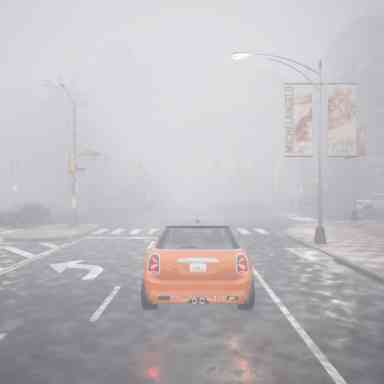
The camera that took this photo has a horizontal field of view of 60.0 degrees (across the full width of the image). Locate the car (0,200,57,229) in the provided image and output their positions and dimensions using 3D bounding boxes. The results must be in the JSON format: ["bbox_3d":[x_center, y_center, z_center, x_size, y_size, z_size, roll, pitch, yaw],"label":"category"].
[{"bbox_3d":[-11.355,1.477,21.989,1.882,1.535,5.008,-1,0,8],"label":"car"}]

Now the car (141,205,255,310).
[{"bbox_3d":[0.112,1.352,7.994,2.097,1.767,4.553,0,0,0],"label":"car"}]

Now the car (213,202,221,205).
[{"bbox_3d":[4.913,1.491,39.969,4.902,1.511,2.128,0,0,1],"label":"car"}]

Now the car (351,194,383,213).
[{"bbox_3d":[20.472,1.221,36.311,5.566,2.045,2.150,0,0,1],"label":"car"}]

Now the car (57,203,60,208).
[{"bbox_3d":[-18.698,1.600,40.203,4.718,1.301,1.895,0,0,1],"label":"car"}]

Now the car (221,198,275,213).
[{"bbox_3d":[6.281,1.547,36.369,5.357,1.411,2.033,0,0,-1],"label":"car"}]
